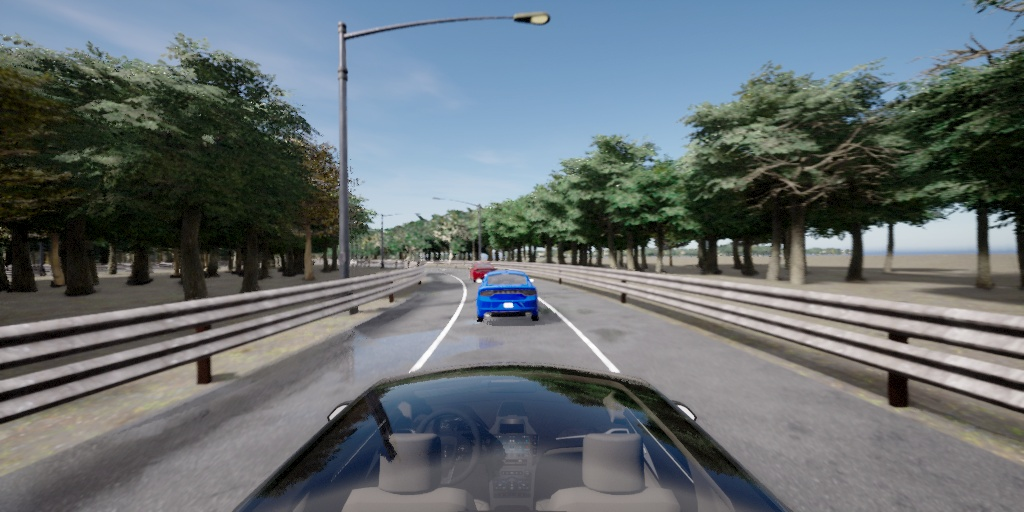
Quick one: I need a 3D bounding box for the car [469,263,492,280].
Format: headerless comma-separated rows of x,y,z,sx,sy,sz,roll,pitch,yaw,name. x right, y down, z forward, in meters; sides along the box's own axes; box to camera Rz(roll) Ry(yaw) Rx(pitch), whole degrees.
-2.424,1.293,29.419,1.882,1.535,5.008,-1,0,-11,car

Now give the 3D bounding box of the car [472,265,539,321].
-0.212,1.240,12.560,1.882,1.535,5.008,0,0,-3,car
